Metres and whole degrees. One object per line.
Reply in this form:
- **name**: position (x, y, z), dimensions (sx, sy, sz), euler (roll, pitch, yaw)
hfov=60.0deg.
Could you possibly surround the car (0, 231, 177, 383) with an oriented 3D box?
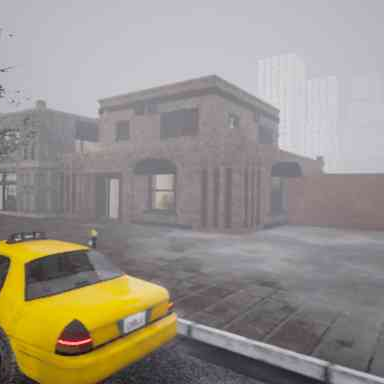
- **car**: position (-2.723, 1.384, 5.189), dimensions (5.366, 1.575, 1.801), euler (1, 1, 35)
